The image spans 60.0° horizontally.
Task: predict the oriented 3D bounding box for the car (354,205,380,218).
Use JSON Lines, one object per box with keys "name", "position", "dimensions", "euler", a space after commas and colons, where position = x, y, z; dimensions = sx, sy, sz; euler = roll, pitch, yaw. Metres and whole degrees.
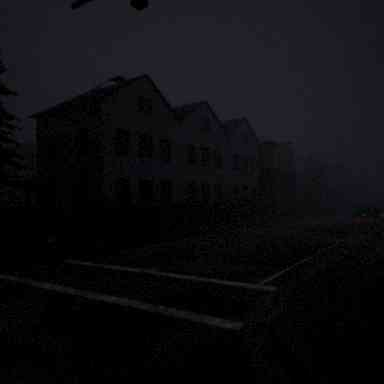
{"name": "car", "position": [18.304, 1.962, 34.649], "dimensions": [1.895, 1.301, 4.718], "euler": [-2, -2, 35]}
